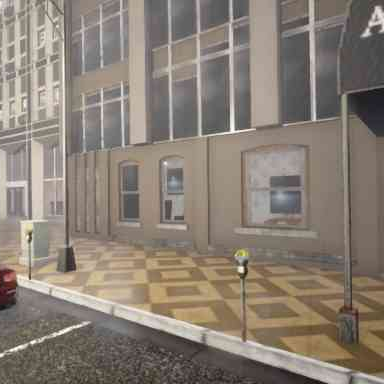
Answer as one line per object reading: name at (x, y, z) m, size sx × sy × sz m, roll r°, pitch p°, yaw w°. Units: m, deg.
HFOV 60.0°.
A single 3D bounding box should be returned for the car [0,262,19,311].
car at (-4.975, 1.584, 6.433) m, size 4.206 × 1.307 × 1.802 m, roll 0°, pitch -1°, yaw 35°
